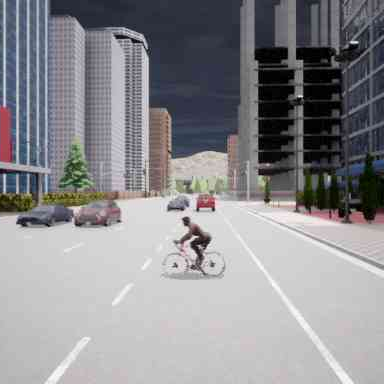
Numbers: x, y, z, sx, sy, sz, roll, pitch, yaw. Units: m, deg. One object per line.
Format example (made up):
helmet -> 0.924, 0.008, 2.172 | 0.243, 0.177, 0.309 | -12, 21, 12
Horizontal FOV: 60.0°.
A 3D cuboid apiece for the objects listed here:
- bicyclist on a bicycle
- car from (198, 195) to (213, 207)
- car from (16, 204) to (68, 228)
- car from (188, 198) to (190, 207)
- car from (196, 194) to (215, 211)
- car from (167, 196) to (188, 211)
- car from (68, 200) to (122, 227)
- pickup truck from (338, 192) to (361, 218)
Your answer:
bicyclist on a bicycle -> 0.035, 1.454, 8.691 | 1.656, 1.620, 0.582 | -2, 0, 2
car -> 2.046, 1.352, 50.475 | 2.097, 1.767, 4.553 | 0, 0, 2
car -> -9.759, 1.548, 22.766 | 2.033, 1.411, 5.357 | 0, 0, 2
car -> -1.463, 1.352, 50.282 | 2.097, 1.767, 4.553 | 0, 0, 2
car -> 1.631, 1.222, 39.911 | 2.150, 2.045, 5.566 | 0, 0, 2
car -> -1.858, 1.564, 40.291 | 1.994, 1.385, 4.181 | 0, 0, 2
car -> -6.262, 1.351, 22.572 | 2.097, 1.767, 4.553 | 0, 0, 2
pickup truck -> 14.200, 1.059, 28.443 | 2.390, 2.098, 6.274 | 0, 0, 33
